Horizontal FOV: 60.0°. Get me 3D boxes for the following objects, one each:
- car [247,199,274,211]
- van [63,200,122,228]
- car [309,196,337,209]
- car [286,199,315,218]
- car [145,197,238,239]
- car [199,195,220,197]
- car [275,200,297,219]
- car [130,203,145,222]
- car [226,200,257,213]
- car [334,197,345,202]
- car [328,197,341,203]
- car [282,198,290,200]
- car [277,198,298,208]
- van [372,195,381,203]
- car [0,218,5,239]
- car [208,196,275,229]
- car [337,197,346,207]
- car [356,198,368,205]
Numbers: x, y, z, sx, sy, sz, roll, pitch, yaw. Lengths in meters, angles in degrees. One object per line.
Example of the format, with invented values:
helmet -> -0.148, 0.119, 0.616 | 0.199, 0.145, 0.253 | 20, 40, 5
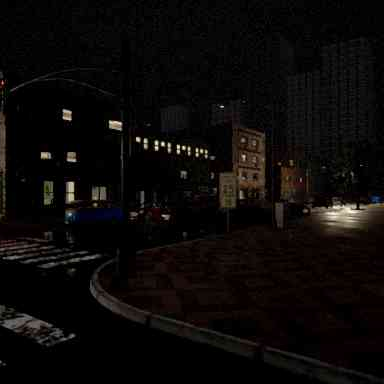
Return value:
car -> 9.300, 1.723, 45.141 | 2.008, 1.369, 4.403 | -1, -1, 35
van -> -6.663, 1.414, 22.601 | 1.690, 1.788, 3.998 | -1, 0, 35
car -> 19.522, 1.537, 49.550 | 2.097, 1.767, 4.553 | 0, 0, 35
car -> 9.756, 1.657, 31.284 | 1.947, 1.339, 4.313 | -1, -1, 35
car -> 0.177, 1.350, 17.761 | 2.192, 1.841, 5.009 | -1, -1, 35
car -> 1.423, 1.320, 29.527 | 2.150, 2.045, 5.566 | 0, -1, 35
car -> 6.564, 1.616, 26.776 | 1.887, 1.381, 4.507 | -1, -1, 35
car -> -3.470, 1.531, 27.109 | 1.967, 1.590, 4.097 | -1, -1, 35
car -> 6.107, 1.701, 40.632 | 2.008, 1.369, 4.403 | -1, -1, 35
car -> 38.031, 1.936, 85.715 | 1.887, 1.381, 4.507 | -1, -1, 35
car -> 34.839, 1.915, 81.207 | 2.008, 1.369, 4.403 | -1, -1, 35
car -> 12.557, 1.715, 45.155 | 2.033, 1.411, 5.357 | 0, 0, 36
car -> 15.586, 1.742, 54.018 | 1.752, 1.417, 4.829 | -1, -1, 35
van -> 44.871, 1.694, 80.877 | 1.690, 1.788, 3.998 | -1, -1, 35
car -> -10.185, 1.508, 13.139 | 1.882, 1.535, 5.008 | 0, -1, 35
car -> 3.370, 1.368, 22.269 | 2.192, 1.841, 5.009 | -1, -1, 35
car -> 25.392, 1.829, 57.840 | 1.895, 1.301, 4.718 | 0, 0, 36
car -> 32.103, 1.801, 62.841 | 2.008, 1.369, 4.403 | -1, -1, 35
